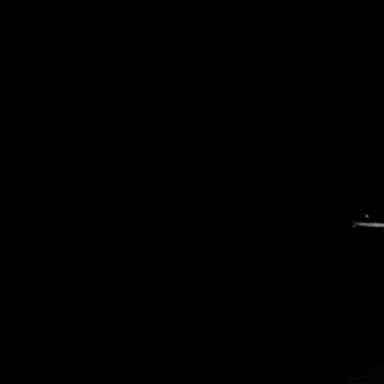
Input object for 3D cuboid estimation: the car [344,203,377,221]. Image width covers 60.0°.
[{"bbox_3d":[15.113,1.776,30.090,2.128,1.511,4.902,0,0,13],"label":"car"}]
